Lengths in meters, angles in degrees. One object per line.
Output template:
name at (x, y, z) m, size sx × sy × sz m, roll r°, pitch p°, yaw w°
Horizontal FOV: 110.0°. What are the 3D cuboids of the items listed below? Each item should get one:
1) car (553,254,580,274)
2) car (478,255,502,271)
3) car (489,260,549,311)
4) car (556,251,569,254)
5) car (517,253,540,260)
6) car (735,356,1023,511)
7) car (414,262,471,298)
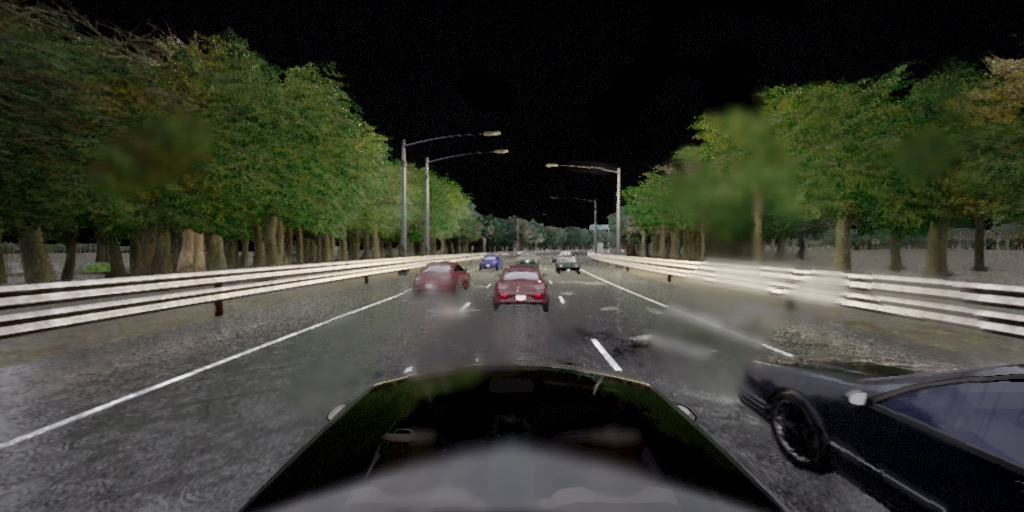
car at (4.687, 0.778, 30.771) m, size 1.895 × 1.301 × 4.718 m, roll 0°, pitch 1°, yaw 4°
car at (-1.945, 0.633, 34.107) m, size 1.812 × 1.442 × 4.674 m, roll 0°, pitch 1°, yaw 5°
car at (0.346, 1.050, 13.136) m, size 1.812 × 1.442 × 4.674 m, roll 0°, pitch 1°, yaw 2°
car at (6.934, 0.313, 52.151) m, size 1.994 × 1.385 × 4.181 m, roll 0°, pitch 1°, yaw 8°
car at (1.544, 0.471, 33.600) m, size 2.097 × 1.767 × 4.553 m, roll 0°, pitch 1°, yaw 5°
car at (3.511, 1.299, 1.676) m, size 2.033 × 1.411 × 5.357 m, roll 0°, pitch 1°, yaw 0°
car at (-3.045, 0.987, 16.213) m, size 1.812 × 1.442 × 4.674 m, roll 0°, pitch 1°, yaw 2°
